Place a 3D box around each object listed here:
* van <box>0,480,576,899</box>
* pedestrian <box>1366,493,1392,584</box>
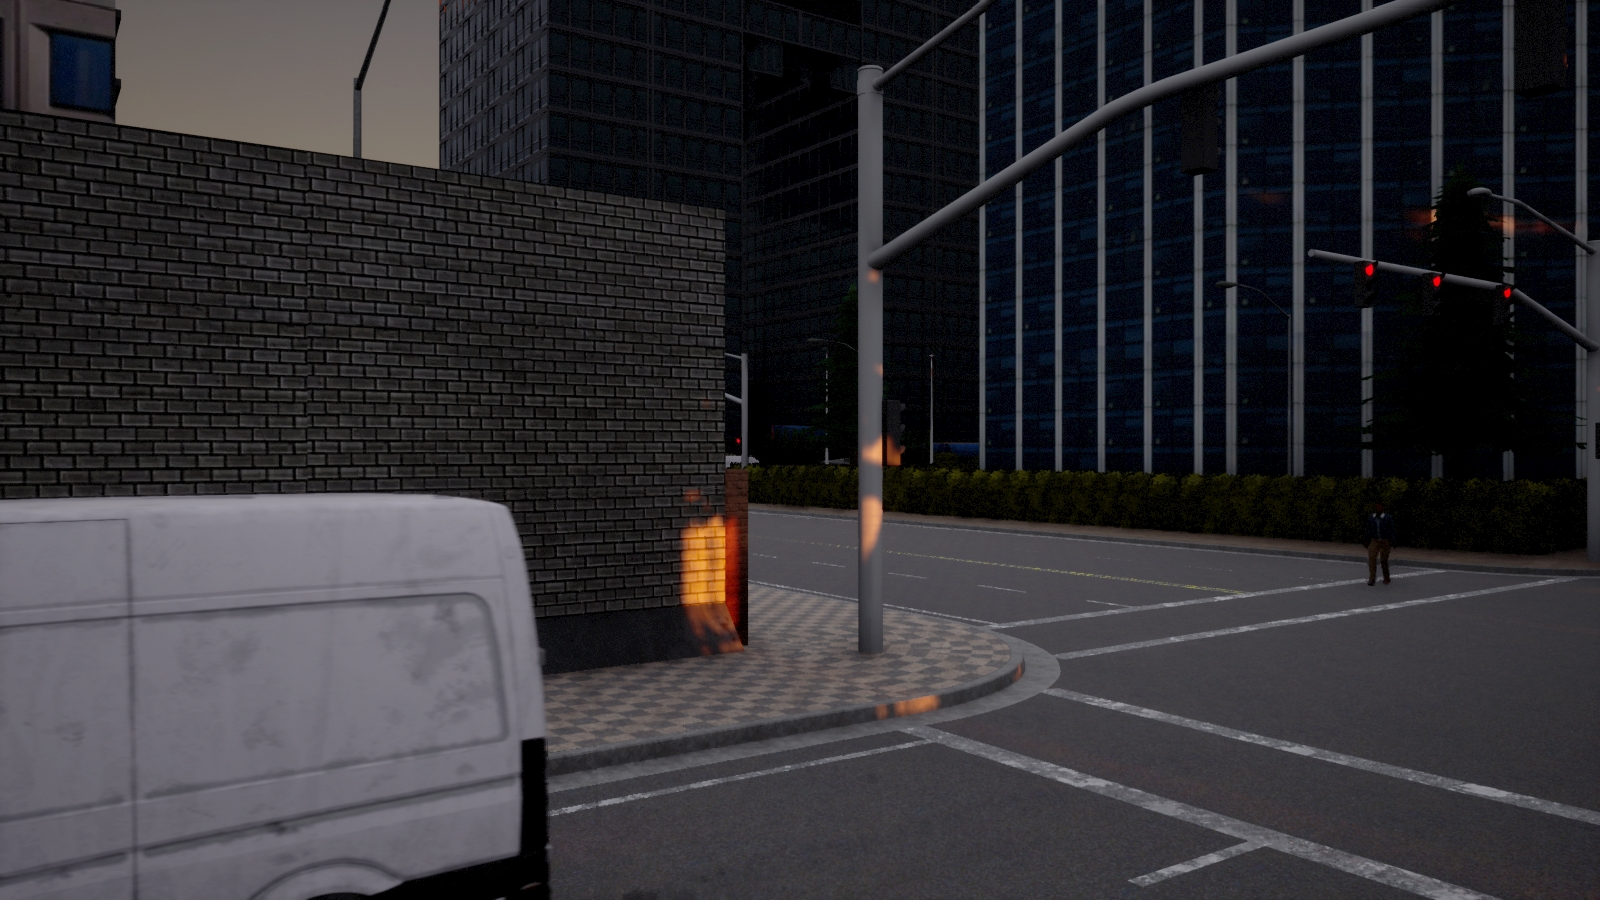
[{"bbox_3d":[-4.159,1.479,5.046,5.915,2.561,1.988,0,0,-35],"label":"van"},{"bbox_3d":[12.106,1.848,23.871,0.375,1.860,0.375,0,0,-43],"label":"pedestrian"}]
